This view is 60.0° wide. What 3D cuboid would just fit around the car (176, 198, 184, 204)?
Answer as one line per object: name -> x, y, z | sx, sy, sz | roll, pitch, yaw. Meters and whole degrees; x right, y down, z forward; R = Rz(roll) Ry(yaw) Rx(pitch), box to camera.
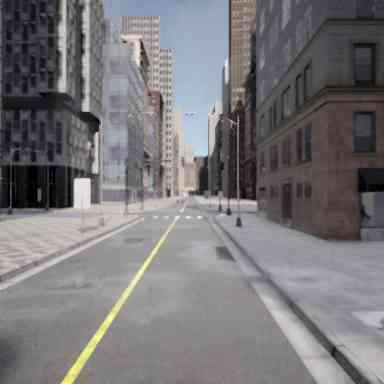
car -> -2.990, 2.292, 85.592 | 2.128, 1.511, 4.902 | 0, 0, 0
